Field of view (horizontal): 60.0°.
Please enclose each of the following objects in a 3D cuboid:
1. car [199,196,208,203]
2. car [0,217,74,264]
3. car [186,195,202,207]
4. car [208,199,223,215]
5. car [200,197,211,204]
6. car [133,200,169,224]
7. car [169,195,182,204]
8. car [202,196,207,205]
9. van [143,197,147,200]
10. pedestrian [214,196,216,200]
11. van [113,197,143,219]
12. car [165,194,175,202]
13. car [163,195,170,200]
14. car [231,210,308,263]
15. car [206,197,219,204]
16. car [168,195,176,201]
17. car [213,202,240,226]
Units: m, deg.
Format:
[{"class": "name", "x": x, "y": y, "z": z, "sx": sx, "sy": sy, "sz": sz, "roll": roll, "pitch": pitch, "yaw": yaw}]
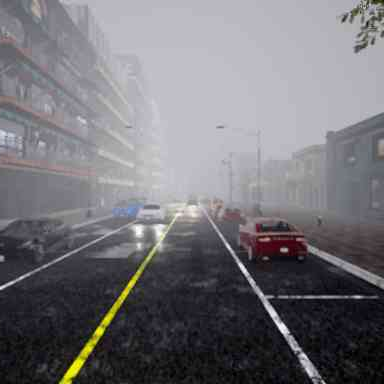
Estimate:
[{"class": "car", "x": 2.777, "y": 1.680, "z": 80.312, "sx": 1.967, "sy": 1.590, "sz": 4.097, "roll": 0, "pitch": 0, "yaw": 0}, {"class": "car", "x": -5.679, "y": 1.590, "z": 11.964, "sx": 1.947, "sy": 1.339, "sz": 4.313, "roll": 0, "pitch": 0, "yaw": 0}, {"class": "car", "x": 0.062, "y": 1.632, "z": 53.866, "sx": 2.128, "sy": 1.511, "sz": 4.902, "roll": 0, "pitch": 0, "yaw": 0}, {"class": "car", "x": 2.720, "y": 1.611, "z": 29.043, "sx": 1.887, "sy": 1.381, "sz": 4.507, "roll": 0, "pitch": 0, "yaw": 0}, {"class": "car", "x": 2.766, "y": 1.760, "z": 68.919, "sx": 1.947, "sy": 1.339, "sz": 4.313, "roll": 0, "pitch": 0, "yaw": 0}, {"class": "car", "x": -3.079, "y": 1.583, "z": 25.745, "sx": 1.812, "sy": 1.442, "sz": 4.674, "roll": 0, "pitch": 0, "yaw": 0}, {"class": "car", "x": -2.933, "y": 1.740, "z": 66.288, "sx": 1.994, "sy": 1.385, "sz": 4.181, "roll": 0, "pitch": 0, "yaw": 0}, {"class": "car", "x": 2.759, "y": 1.755, "z": 63.222, "sx": 1.802, "sy": 1.307, "sz": 4.206, "roll": 0, "pitch": 0, "yaw": 0}, {"class": "van", "x": -5.655, "y": 1.424, "z": 34.752, "sx": 1.690, "sy": 1.788, "sz": 3.998, "roll": 0, "pitch": 0, "yaw": 0}, {"class": "pedestrian", "x": 3.050, "y": 1.401, "z": 43.231, "sx": 0.375, "sy": 1.860, "sz": 0.375, "roll": 0, "pitch": 0, "yaw": 0}, {"class": "van", "x": -5.661, "y": 1.408, "z": 29.056, "sx": 1.690, "sy": 1.788, "sz": 3.998, "roll": 0, "pitch": 0, "yaw": 0}, {"class": "car", "x": -5.597, "y": 1.579, "z": 86.023, "sx": 2.192, "sy": 1.841, "sz": 5.009, "roll": 0, "pitch": 0, "yaw": 0}, {"class": "car", "x": -5.609, "y": 1.799, "z": 74.628, "sx": 1.802, "sy": 1.307, "sz": 4.206, "roll": 0, "pitch": 0, "yaw": 0}, {"class": "car", "x": 2.701, "y": 1.568, "z": 11.951, "sx": 1.887, "sy": 1.381, "sz": 4.507, "roll": 0, "pitch": 0, "yaw": 0}, {"class": "car", "x": 3.046, "y": 1.554, "z": 40.241, "sx": 1.801, "sy": 1.575, "sz": 5.366, "roll": 0, "pitch": 0, "yaw": 0}, {"class": "car", "x": -5.590, "y": 1.729, "z": 91.719, "sx": 1.967, "sy": 1.590, "sz": 4.097, "roll": 0, "pitch": 0, "yaw": 0}, {"class": "car", "x": 2.714, "y": 1.633, "z": 23.345, "sx": 1.802, "sy": 1.307, "sz": 4.206, "roll": 0, "pitch": 0, "yaw": 0}]
